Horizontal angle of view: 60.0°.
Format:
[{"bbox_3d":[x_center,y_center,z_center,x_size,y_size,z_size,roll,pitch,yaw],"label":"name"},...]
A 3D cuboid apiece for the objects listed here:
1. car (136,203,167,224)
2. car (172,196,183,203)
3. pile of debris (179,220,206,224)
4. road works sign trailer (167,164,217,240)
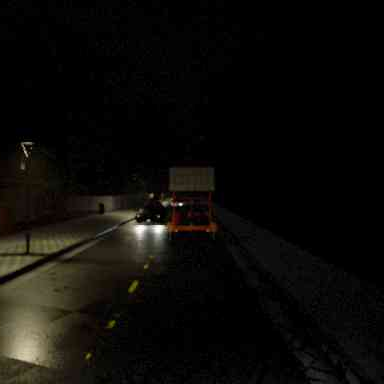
[{"bbox_3d":[-2.846,1.484,24.462,2.033,1.411,5.357,0,0,0],"label":"car"},{"bbox_3d":[-2.760,1.415,65.190,1.994,1.385,4.181,0,0,1],"label":"car"},{"bbox_3d":[0.003,2.105,23.656,1.860,0.140,1.500,0,0,0],"label":"pile of debris"},{"bbox_3d":[0.002,0.420,16.650,2.380,3.560,2.880,0,0,0],"label":"road works sign trailer"}]
